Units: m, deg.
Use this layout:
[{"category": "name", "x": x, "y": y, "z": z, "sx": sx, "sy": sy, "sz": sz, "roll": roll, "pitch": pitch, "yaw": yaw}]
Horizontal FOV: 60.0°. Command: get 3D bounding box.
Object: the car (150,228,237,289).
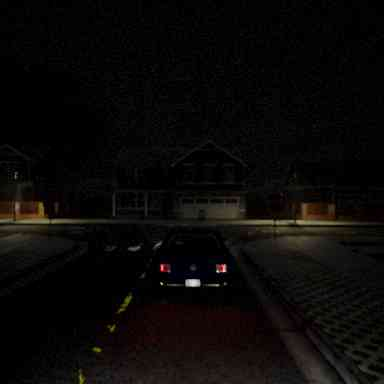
[{"category": "car", "x": 0.044, "y": 1.674, "z": 9.350, "sx": 1.895, "sy": 1.301, "sz": 4.718, "roll": 0, "pitch": 0, "yaw": 0}]
